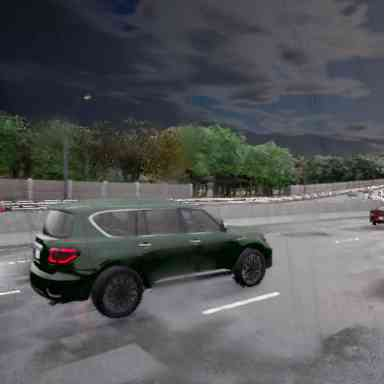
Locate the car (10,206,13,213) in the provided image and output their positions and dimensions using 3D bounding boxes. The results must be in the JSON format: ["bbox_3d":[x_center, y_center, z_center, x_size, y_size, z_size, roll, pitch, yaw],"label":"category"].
[{"bbox_3d":[-16.987,1.476,26.263,5.008,1.535,1.882,0,0,-35],"label":"car"}]

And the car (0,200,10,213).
[{"bbox_3d":[-14.189,1.222,19.667,5.566,2.045,2.150,0,0,-35],"label":"car"}]

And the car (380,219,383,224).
[{"bbox_3d":[7.354,1.505,9.093,4.892,1.490,1.837,0,0,-35],"label":"car"}]

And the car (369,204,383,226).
[{"bbox_3d":[13.764,1.476,22.077,5.008,1.535,1.882,0,0,-35],"label":"car"}]

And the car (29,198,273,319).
[{"bbox_3d":[-0.621,1.221,7.597,5.566,2.045,2.150,0,0,-35],"label":"car"}]

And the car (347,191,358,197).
[{"bbox_3d":[41.157,0.564,85.247,1.837,1.490,4.892,0,2,39],"label":"car"}]

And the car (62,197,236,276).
[{"bbox_3d":[-1.280,1.221,11.424,5.566,2.045,2.150,0,0,-35],"label":"car"}]
